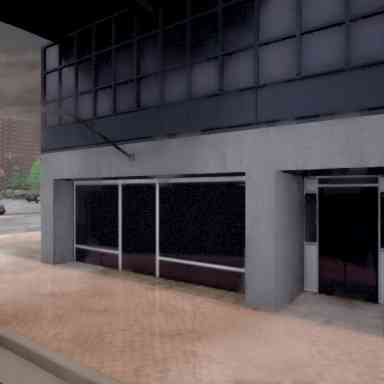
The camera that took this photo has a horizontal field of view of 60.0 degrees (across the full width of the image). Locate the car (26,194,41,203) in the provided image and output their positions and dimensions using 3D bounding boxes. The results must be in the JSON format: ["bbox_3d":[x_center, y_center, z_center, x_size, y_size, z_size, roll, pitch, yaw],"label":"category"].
[{"bbox_3d":[-30.218,1.153,64.697,4.605,1.855,1.932,0,0,35],"label":"car"}]

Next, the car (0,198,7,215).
[{"bbox_3d":[-17.866,1.491,27.171,2.128,1.511,4.902,0,0,36],"label":"car"}]
